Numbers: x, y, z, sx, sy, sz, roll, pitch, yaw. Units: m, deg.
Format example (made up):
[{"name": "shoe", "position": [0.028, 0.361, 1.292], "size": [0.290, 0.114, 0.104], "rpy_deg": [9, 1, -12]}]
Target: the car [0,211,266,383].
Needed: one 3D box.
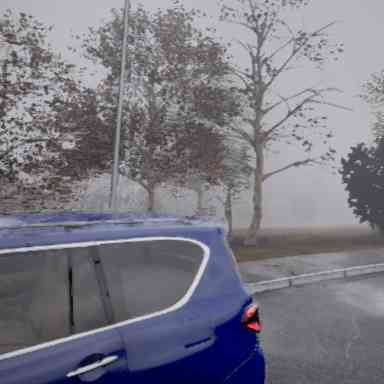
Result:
[{"name": "car", "position": [-1.982, 1.206, 2.124], "size": [5.566, 2.045, 2.150], "rpy_deg": [0, 0, -35]}]
